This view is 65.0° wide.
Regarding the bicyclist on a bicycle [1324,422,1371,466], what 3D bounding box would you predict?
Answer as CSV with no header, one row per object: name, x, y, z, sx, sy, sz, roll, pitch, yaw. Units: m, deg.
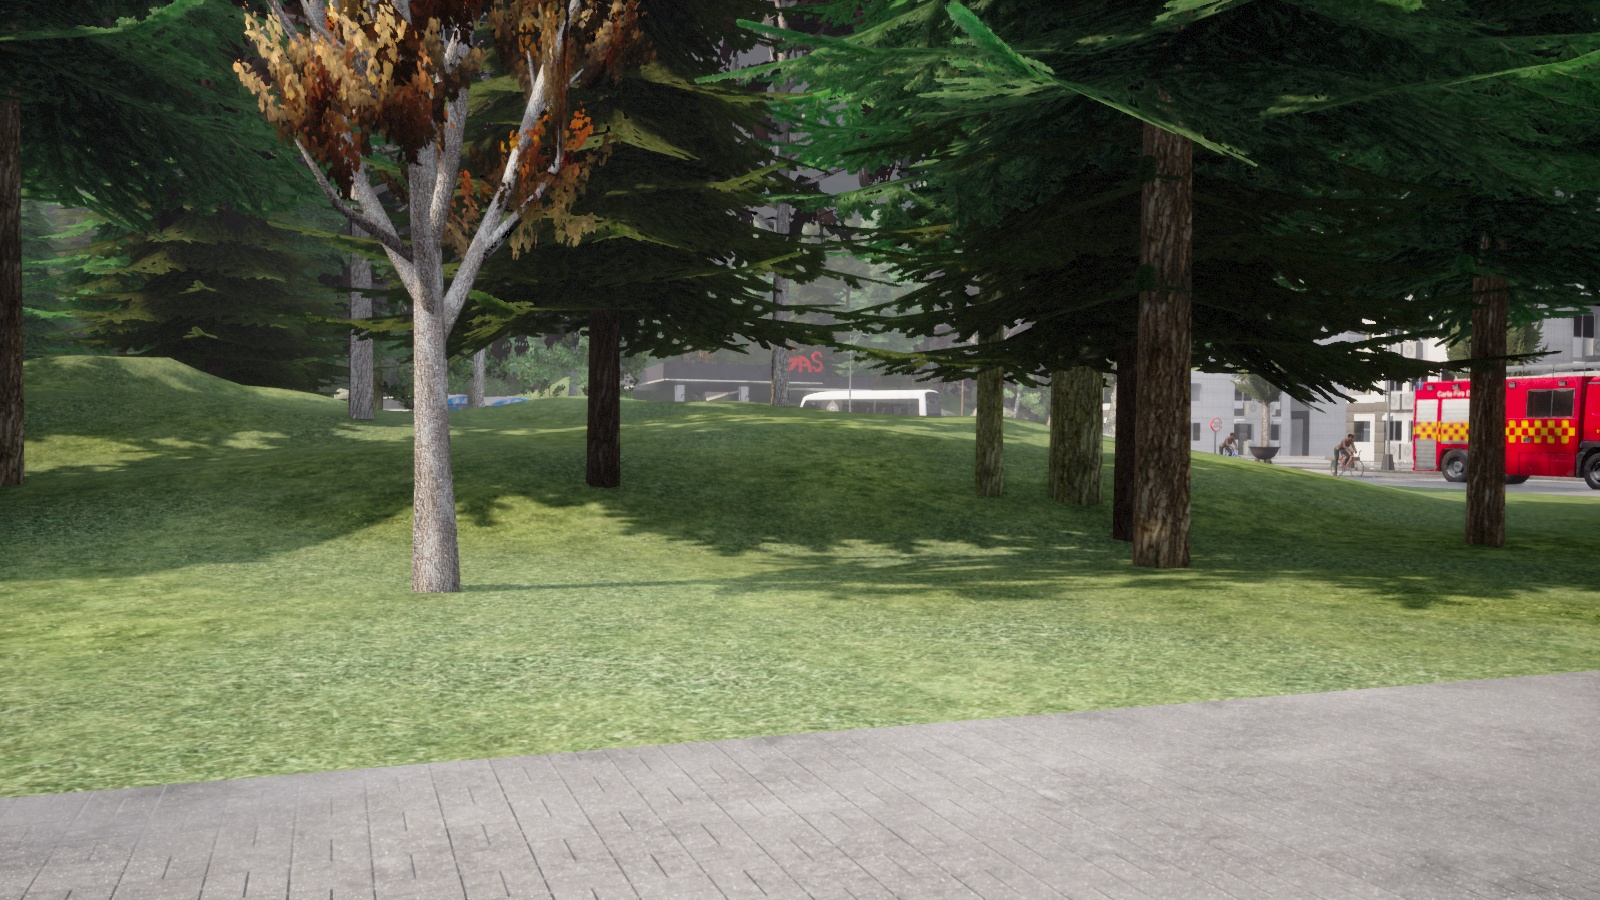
bicyclist on a bicycle,20.321,-0.227,46.636,0.582,1.620,1.656,-1,1,-20

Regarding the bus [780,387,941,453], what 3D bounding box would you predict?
bus,4.140,-2.038,86.400,10.273,4.253,3.944,-1,2,28

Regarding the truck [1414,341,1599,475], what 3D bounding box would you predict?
truck,23.339,-1.245,38.456,2.891,3.827,8.468,-1,1,-20
